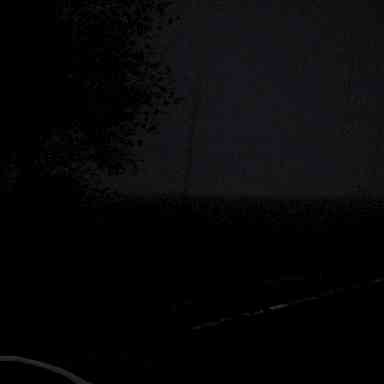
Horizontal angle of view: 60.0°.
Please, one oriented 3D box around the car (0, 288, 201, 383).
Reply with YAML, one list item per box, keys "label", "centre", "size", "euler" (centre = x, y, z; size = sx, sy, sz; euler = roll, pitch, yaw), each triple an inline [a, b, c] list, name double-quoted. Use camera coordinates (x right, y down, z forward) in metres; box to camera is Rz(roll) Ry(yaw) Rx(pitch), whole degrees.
- label: "car"
  centre: [-2.208, 1.476, 1.753]
  size: [4.902, 1.511, 2.128]
  euler: [0, 1, -33]
